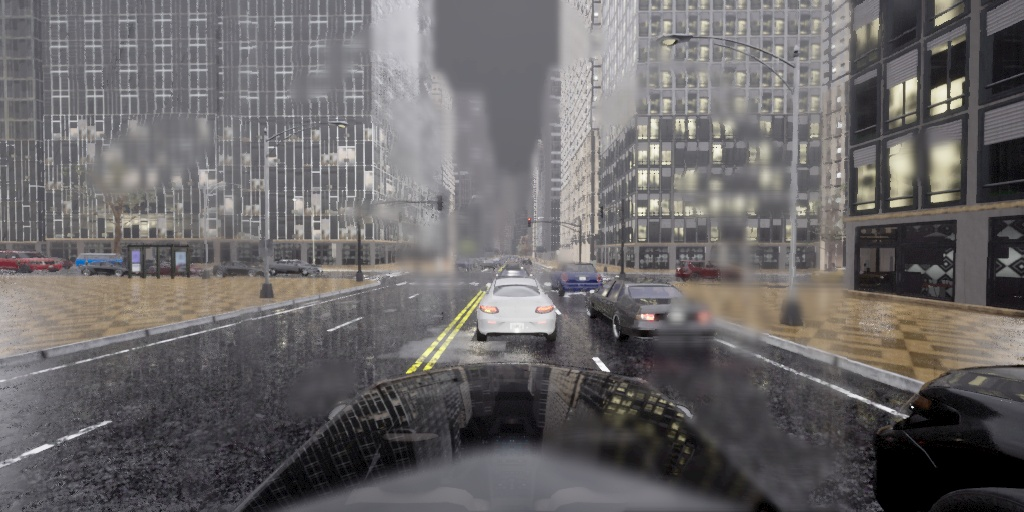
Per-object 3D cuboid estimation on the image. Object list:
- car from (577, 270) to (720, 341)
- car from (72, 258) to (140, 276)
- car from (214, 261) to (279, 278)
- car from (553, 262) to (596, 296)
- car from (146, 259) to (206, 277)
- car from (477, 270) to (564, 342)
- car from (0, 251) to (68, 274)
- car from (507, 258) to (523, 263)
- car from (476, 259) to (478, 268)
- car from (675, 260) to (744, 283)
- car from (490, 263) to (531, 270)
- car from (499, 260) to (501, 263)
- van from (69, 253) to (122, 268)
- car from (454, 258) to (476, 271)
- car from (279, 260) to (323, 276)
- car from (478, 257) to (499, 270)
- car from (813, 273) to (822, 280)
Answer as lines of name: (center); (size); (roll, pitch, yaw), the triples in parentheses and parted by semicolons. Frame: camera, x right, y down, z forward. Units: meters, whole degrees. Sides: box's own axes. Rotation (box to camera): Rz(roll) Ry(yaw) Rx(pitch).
car: (3.359, 1.294, 9.810); (2.033, 1.411, 5.357); (0, 0, 0)
car: (-34.071, 1.069, 30.616); (4.313, 1.339, 1.948); (0, 0, 1)
car: (-22.707, 1.174, 30.300); (4.313, 1.339, 1.948); (0, 0, 1)
car: (3.365, 1.093, 19.195); (2.097, 1.767, 4.553); (0, 0, 0)
car: (-28.391, 1.138, 30.438); (4.207, 1.307, 1.802); (0, 0, 1)
car: (0.106, 1.272, 9.671); (1.812, 1.442, 4.674); (0, 0, 0)
car: (-45.752, 0.569, 33.522); (5.566, 2.045, 2.150); (1, 1, 2)
car: (0.126, 1.203, 54.153); (2.128, 1.511, 4.902); (0, 0, 0)
car: (-6.538, 1.211, 58.370); (1.837, 1.490, 4.892); (0, 0, 0)
car: (16.218, 1.269, 29.739); (5.009, 1.841, 2.192); (0, 0, 1)
car: (0.114, 1.288, 18.916); (2.033, 1.411, 5.357); (0, 0, 0)
car: (-3.276, 1.304, 61.015); (1.895, 1.301, 4.718); (0, 0, 0)
van: (-45.255, 0.605, 39.286); (3.998, 1.789, 1.690); (0, 0, 1)
car: (-6.583, 1.068, 49.273); (2.097, 1.767, 4.553); (0, 0, 1)
car: (-20.001, 1.080, 32.950); (4.902, 1.511, 2.128); (1, 1, 1)
car: (-3.299, 1.262, 51.255); (2.033, 1.411, 5.357); (0, 0, 0)
car: (27.666, 1.579, 29.532); (4.829, 1.417, 1.751); (0, 0, 1)
